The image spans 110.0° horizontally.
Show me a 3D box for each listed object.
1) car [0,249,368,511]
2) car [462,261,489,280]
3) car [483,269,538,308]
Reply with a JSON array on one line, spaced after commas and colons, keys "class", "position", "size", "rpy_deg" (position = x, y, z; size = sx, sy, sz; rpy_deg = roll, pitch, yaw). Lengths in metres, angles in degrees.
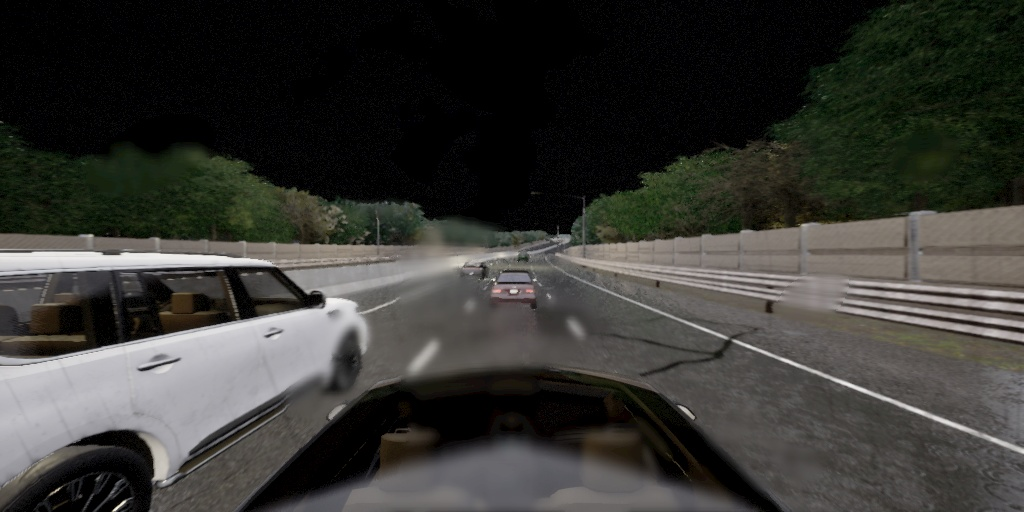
[{"class": "car", "position": [-3.436, 0.975, 3.493], "size": [2.150, 2.045, 5.566], "rpy_deg": [0, 0, 0]}, {"class": "car", "position": [-3.057, 1.174, 30.423], "size": [2.128, 1.511, 4.902], "rpy_deg": [0, 0, 2]}, {"class": "car", "position": [0.107, 1.306, 15.306], "size": [2.033, 1.411, 5.357], "rpy_deg": [0, 0, 1]}]
